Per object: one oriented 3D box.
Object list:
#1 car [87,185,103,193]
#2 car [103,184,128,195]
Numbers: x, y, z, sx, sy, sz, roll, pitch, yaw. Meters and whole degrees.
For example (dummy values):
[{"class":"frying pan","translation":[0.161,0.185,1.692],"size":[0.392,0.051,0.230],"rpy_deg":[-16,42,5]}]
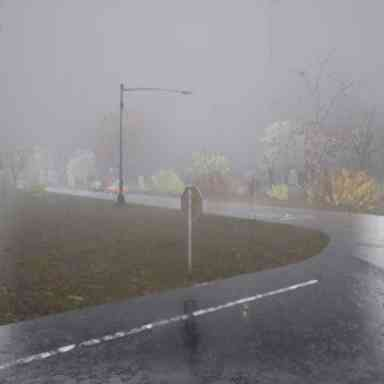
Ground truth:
[{"class":"car","translation":[-17.422,-0.581,60.072],"size":[1.895,1.301,4.718],"rpy_deg":[0,2,-36]},{"class":"car","translation":[-11.787,-0.520,52.226],"size":[2.097,1.767,4.553],"rpy_deg":[0,2,-36]}]
